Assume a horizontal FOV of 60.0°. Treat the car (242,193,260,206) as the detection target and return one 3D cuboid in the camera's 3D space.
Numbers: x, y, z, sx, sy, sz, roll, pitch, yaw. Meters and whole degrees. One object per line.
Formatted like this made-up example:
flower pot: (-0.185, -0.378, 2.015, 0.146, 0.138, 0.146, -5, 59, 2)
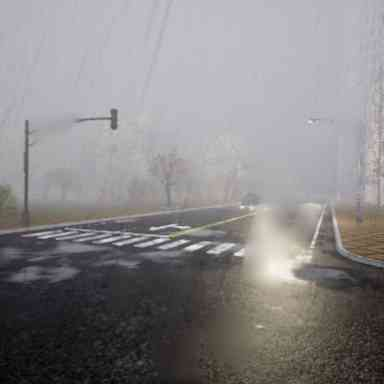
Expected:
car: (9.834, 1.153, 55.108, 2.150, 2.045, 5.566, 1, 0, 23)
